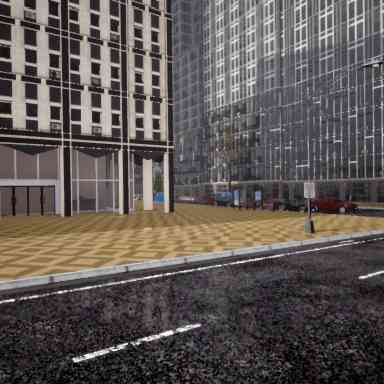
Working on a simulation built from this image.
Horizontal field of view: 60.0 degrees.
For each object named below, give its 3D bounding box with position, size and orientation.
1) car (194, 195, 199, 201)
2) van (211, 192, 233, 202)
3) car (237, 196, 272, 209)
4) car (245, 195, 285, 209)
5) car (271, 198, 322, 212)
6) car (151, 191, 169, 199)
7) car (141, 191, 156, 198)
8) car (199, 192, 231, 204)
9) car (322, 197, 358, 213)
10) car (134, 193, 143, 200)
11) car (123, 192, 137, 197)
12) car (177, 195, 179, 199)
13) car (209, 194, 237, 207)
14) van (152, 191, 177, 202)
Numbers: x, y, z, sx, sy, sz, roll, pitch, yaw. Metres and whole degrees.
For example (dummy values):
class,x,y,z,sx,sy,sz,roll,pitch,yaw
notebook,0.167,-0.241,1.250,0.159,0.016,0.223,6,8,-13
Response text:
class,x,y,z,sx,sy,sz,roll,pitch,yaw
car,2.046,1.044,63.503,1.802,1.307,4.206,0,1,-34
van,5.239,0.855,58.798,1.690,1.788,3.998,0,1,-34
car,7.793,1.388,39.928,1.802,1.307,4.206,0,1,-34
car,9.253,1.228,42.573,1.882,1.535,5.008,-1,1,-34
car,10.972,1.424,35.215,1.947,1.339,4.313,0,1,-34
car,-7.534,0.615,77.605,2.192,1.841,5.009,0,1,-34
car,-10.728,0.686,82.308,1.967,1.590,4.097,0,1,-34
car,3.600,1.011,50.879,2.097,1.767,4.553,-1,1,-35
car,14.652,1.315,34.622,1.882,1.535,5.008,-1,1,-34
car,-11.274,1.040,68.199,2.008,1.369,4.403,0,1,-34
car,-17.114,0.689,91.712,2.008,1.369,4.403,0,1,-34
car,-4.341,0.936,72.907,1.802,1.307,4.206,0,1,-34
car,4.648,1.320,44.662,1.947,1.339,4.313,0,1,-34
van,-4.886,0.937,58.793,1.690,1.788,3.998,0,1,-34
